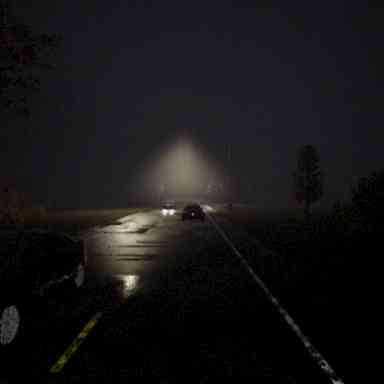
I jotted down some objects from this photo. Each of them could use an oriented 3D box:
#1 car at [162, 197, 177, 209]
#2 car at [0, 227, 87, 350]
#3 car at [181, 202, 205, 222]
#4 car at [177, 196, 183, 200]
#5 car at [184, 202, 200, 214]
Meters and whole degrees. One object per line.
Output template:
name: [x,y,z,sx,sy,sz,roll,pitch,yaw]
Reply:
car: [-3.567,1.932,52.533,2.128,1.511,4.902,0,0,0]
car: [-3.601,1.533,6.493,1.882,1.535,5.008,0,0,0]
car: [0.092,1.809,29.148,1.994,1.385,4.181,0,0,0]
car: [-3.522,1.751,93.298,2.097,1.767,4.553,0,0,0]
car: [0.053,1.951,41.718,1.895,1.301,4.718,0,0,0]
